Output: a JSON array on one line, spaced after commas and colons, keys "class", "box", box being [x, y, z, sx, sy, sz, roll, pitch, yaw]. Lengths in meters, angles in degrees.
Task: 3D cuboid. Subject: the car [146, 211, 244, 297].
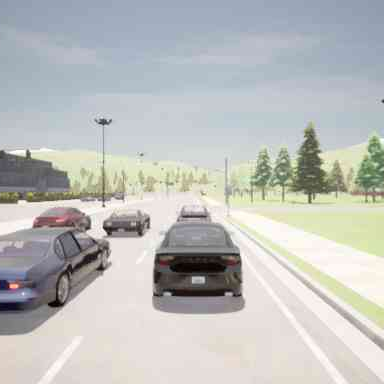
[{"class": "car", "box": [0.123, 1.474, 8.613, 1.882, 1.535, 5.008, 0, 0, 0]}]

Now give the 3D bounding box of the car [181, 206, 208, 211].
[{"class": "car", "box": [0.105, 1.484, 18.104, 2.128, 1.511, 4.902, 0, 0, 0]}]

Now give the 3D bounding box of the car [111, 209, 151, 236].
[{"class": "car", "box": [-3.440, 1.593, 18.467, 1.895, 1.301, 4.718, 0, 0, 0]}]

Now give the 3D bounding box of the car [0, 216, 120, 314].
[{"class": "car", "box": [-3.402, 1.544, 7.875, 2.033, 1.411, 5.357, 0, 0, 0]}]

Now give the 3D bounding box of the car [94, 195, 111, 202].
[{"class": "car", "box": [-19.620, 1.471, 73.692, 1.837, 1.490, 4.892, 0, 0, 0]}]

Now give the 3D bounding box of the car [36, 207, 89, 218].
[{"class": "car", "box": [-6.946, 1.518, 18.108, 1.812, 1.442, 4.674, 0, 0, 0]}]

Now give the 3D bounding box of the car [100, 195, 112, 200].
[{"class": "car", "box": [-23.086, 1.560, 89.190, 1.895, 1.301, 4.718, 0, 0, 0]}]

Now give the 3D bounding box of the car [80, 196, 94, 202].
[{"class": "car", "box": [-23.120, 1.566, 73.636, 1.895, 1.301, 4.718, 0, 0, 0]}]

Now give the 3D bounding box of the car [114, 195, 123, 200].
[{"class": "car", "box": [-19.586, 1.442, 89.238, 1.882, 1.535, 5.008, 0, 0, 0]}]
